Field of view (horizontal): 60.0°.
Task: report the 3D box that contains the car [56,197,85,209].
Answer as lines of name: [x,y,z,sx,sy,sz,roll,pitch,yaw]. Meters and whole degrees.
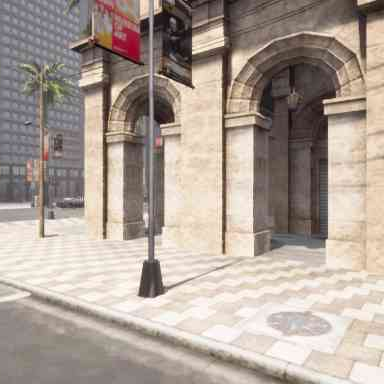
car: [-15.709,1.601,44.652,1.895,1.301,4.718,0,0,36]

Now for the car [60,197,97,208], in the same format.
car: [-16.562,1.513,48.769,2.161,1.482,4.786,0,0,35]
